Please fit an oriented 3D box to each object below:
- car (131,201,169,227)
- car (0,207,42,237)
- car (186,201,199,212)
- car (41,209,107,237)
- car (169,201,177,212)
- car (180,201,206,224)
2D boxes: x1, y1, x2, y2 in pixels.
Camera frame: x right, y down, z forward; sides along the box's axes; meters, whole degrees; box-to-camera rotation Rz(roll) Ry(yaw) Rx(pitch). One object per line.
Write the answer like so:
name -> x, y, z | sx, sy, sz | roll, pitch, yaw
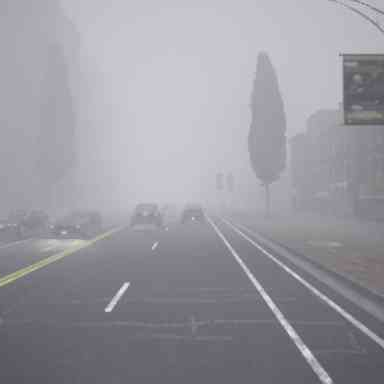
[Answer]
car -> -3.167, 1.575, 24.709 | 2.097, 1.767, 4.553 | 0, -1, 0
car -> -9.771, 1.658, 19.058 | 2.128, 1.511, 4.902 | 0, -1, 0
car -> 0.070, 2.031, 48.129 | 1.837, 1.490, 4.892 | 0, -1, 0
car -> -6.516, 1.719, 19.621 | 2.033, 1.411, 5.357 | 0, -1, 0
car -> -3.179, 2.039, 47.376 | 1.812, 1.442, 4.674 | 0, -1, 0
car -> 0.084, 1.756, 27.472 | 1.837, 1.490, 4.892 | 0, 0, 0
